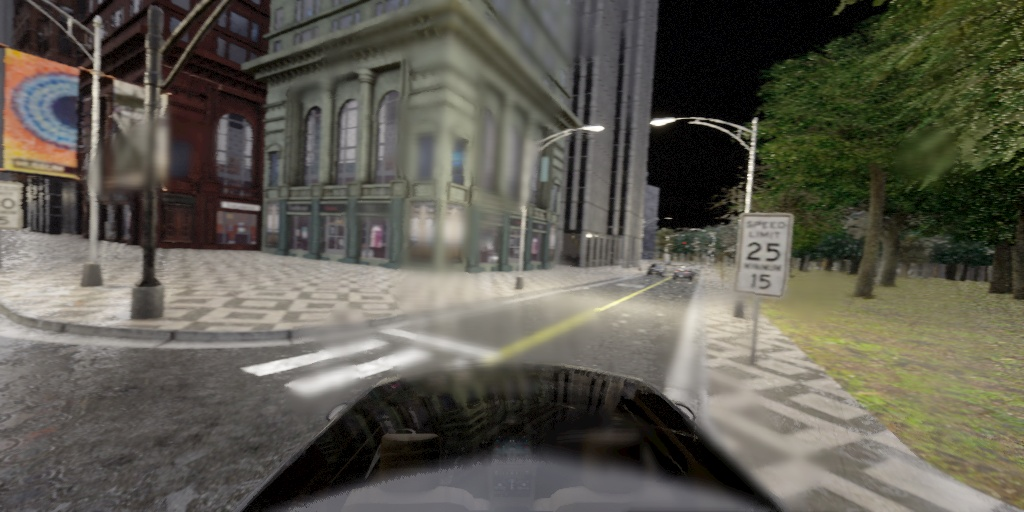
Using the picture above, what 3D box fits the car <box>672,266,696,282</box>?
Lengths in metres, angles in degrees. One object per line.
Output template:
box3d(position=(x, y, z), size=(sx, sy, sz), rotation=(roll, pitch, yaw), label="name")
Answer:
box3d(position=(18.274, 1.855, 38.262), size=(2.128, 1.511, 4.902), rotation=(5, 1, 29), label="car")

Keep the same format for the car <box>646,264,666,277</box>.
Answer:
box3d(position=(17.431, 1.702, 43.139), size=(1.837, 1.490, 4.892), rotation=(5, 1, 28), label="car")
